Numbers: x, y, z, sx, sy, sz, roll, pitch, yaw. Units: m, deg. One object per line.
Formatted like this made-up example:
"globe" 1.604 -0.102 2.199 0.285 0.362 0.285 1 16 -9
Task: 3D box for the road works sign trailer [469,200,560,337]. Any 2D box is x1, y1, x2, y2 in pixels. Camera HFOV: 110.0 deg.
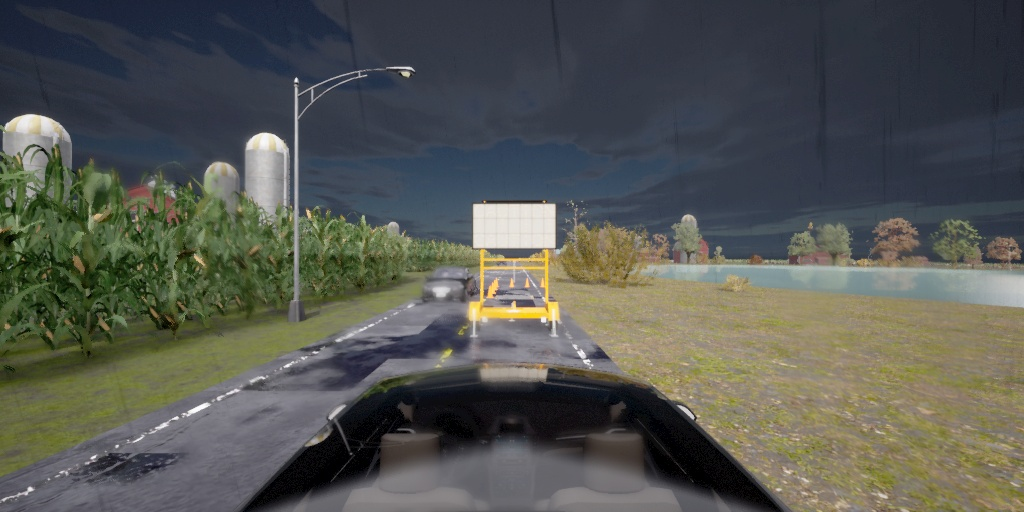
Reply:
"road works sign trailer" 0.068 0.217 10.266 2.380 3.560 2.880 0 0 0

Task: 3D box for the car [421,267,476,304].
"car" -2.741 1.250 16.376 2.128 1.511 4.902 0 0 0
